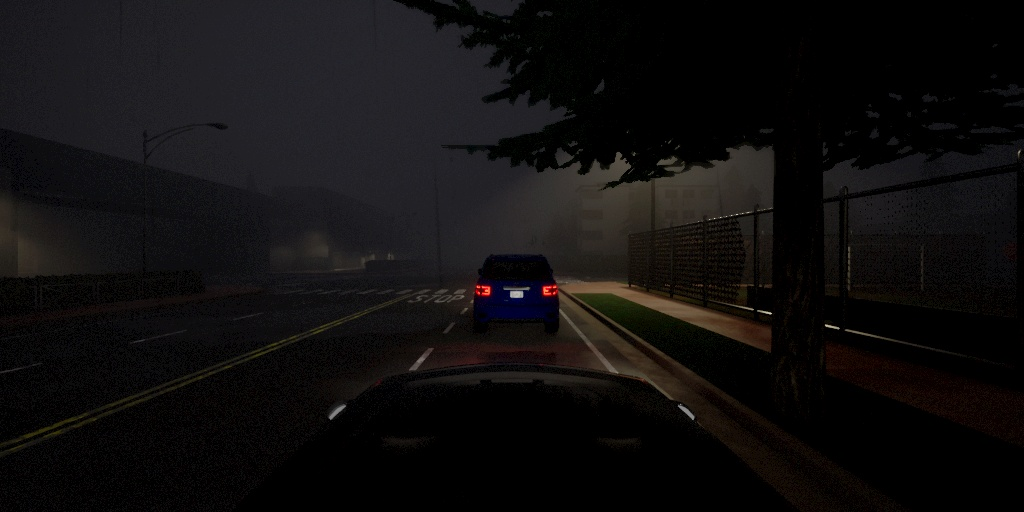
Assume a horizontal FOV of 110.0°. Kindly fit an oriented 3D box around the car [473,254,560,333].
[{"bbox_3d":[0.111,0.972,10.889,2.150,2.045,5.566,0,0,0],"label":"car"}]

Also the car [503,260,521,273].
[{"bbox_3d":[0.005,1.241,45.745,2.128,1.511,4.902,0,0,0],"label":"car"}]
